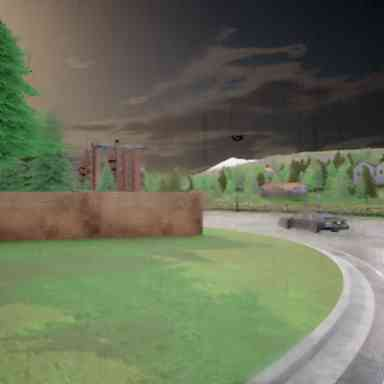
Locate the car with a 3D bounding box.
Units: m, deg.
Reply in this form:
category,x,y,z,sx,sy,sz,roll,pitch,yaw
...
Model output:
category,x,y,z,sx,sy,sz,roll,pitch,yaw
car,8.086,1.986,22.674,2.033,1.411,5.357,1,-1,-21
